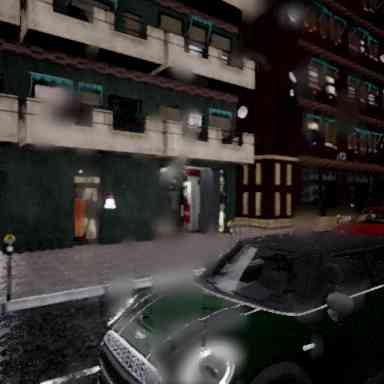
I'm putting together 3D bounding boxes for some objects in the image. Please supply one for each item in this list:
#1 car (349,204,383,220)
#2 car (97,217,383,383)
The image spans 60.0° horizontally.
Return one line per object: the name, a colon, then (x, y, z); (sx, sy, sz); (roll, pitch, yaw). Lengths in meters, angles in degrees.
car: (6.825, 1.372, 11.415); (5.009, 1.841, 2.192); (0, 0, -35)
car: (1.203, 1.369, 4.231); (4.553, 1.767, 2.097); (1, 0, -35)
